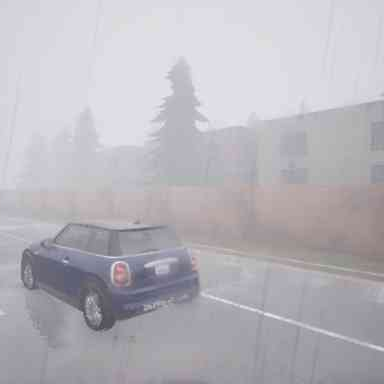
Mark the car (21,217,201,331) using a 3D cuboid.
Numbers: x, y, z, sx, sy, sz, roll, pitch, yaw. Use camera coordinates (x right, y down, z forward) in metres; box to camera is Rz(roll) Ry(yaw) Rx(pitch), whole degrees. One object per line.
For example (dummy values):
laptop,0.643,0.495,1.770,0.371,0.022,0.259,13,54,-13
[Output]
car,-1.982,1.352,7.211,2.097,1.767,4.553,0,0,-44
